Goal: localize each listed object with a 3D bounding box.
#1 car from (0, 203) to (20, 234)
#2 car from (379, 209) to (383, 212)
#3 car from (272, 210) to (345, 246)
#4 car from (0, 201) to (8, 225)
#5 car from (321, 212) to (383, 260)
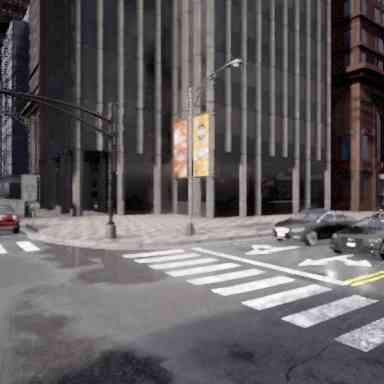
[{"bbox_3d":[-10.371,1.289,17.542,1.967,1.590,4.097,1,0,-35],"label":"car"},{"bbox_3d":[13.163,1.534,21.049,4.553,1.767,2.097,1,0,-35],"label":"car"},{"bbox_3d":[5.967,1.606,15.852,4.902,1.511,2.128,1,0,-32],"label":"car"},{"bbox_3d":[-13.623,1.367,22.131,1.947,1.339,4.313,1,0,-35],"label":"car"},{"bbox_3d":[7.208,1.671,12.799,4.181,1.385,1.994,1,0,-35],"label":"car"}]
